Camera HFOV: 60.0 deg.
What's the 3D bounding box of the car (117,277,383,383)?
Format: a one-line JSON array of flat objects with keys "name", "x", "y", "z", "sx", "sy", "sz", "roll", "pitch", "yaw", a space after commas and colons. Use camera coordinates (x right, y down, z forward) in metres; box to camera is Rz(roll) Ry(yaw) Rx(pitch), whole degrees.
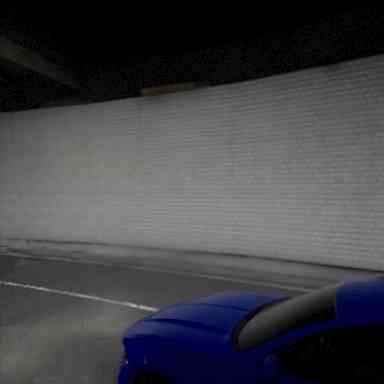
[{"name": "car", "x": 1.594, "y": 1.443, "z": 2.494, "sx": 5.008, "sy": 1.535, "sz": 1.882, "roll": 0, "pitch": 0, "yaw": 35}]
